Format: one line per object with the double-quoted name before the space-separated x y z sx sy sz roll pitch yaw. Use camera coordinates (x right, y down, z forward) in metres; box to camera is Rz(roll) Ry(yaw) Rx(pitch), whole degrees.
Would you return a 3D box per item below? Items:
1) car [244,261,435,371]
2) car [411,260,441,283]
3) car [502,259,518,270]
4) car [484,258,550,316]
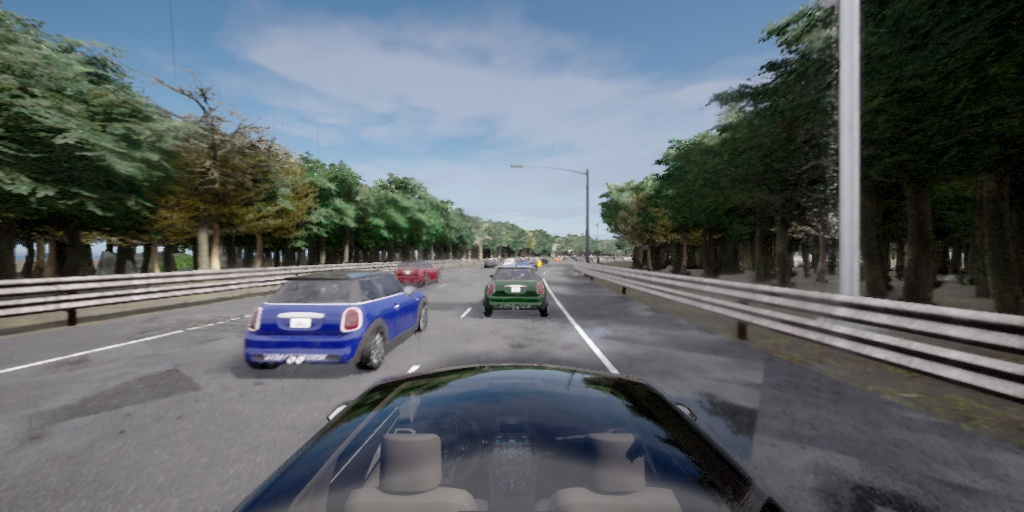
"car" -3.339 1.092 7.844 2.097 1.767 4.553 0 0 1
"car" -6.313 1.075 24.264 2.097 1.767 4.553 1 0 3
"car" -0.228 1.243 54.375 1.812 1.442 4.674 0 0 7
"car" 0.183 1.096 13.540 2.097 1.767 4.553 0 0 2
